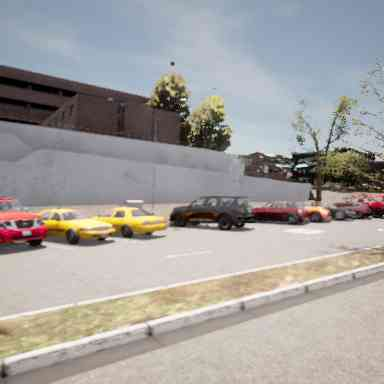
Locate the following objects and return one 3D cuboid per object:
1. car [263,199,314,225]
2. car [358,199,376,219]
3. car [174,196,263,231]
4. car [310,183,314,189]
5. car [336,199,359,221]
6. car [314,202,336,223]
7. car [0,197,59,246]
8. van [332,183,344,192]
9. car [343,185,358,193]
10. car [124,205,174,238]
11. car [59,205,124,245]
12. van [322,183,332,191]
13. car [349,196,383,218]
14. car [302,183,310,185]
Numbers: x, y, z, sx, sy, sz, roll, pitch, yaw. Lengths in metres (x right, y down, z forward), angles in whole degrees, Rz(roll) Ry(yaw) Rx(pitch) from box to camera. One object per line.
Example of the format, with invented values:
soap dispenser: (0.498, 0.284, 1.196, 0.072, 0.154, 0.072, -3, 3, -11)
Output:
car: (6.159, 1.419, 24.555, 4.553, 1.767, 2.185, -1, -1, 35)
car: (13.444, 1.634, 29.805, 4.792, 1.488, 2.163, -1, -1, 35)
car: (1.216, 1.267, 21.108, 5.566, 2.045, 2.435, -1, -1, 35)
car: (33.686, -1.395, 87.801, 1.946, 1.575, 5.366, 7, 3, 35)
car: (11.023, 1.585, 28.061, 4.892, 1.521, 2.231, -1, -1, 35)
car: (8.556, 1.438, 26.337, 4.553, 1.767, 2.185, -1, -1, 35)
car: (-8.509, 1.242, 14.129, 5.566, 2.045, 2.435, -1, -1, 35)
van: (36.984, -1.076, 82.595, 1.878, 1.987, 4.442, 7, 3, 35)
car: (38.740, -0.577, 80.230, 2.231, 1.521, 4.892, 7, 3, 35)
car: (-3.799, 1.500, 17.718, 5.366, 1.575, 1.946, -1, -1, 35)
car: (-5.933, 1.490, 15.773, 5.366, 1.575, 1.946, -1, -1, 35)
van: (35.258, -1.348, 85.069, 1.878, 1.987, 4.442, 7, 3, 35)
car: (15.891, 1.376, 31.550, 5.566, 2.045, 2.435, -1, -1, 35)
car: (31.857, -1.627, 90.124, 2.002, 1.452, 4.674, 7, 3, 35)
